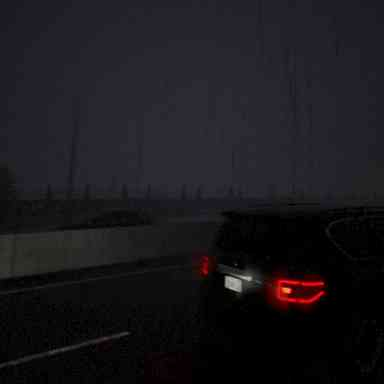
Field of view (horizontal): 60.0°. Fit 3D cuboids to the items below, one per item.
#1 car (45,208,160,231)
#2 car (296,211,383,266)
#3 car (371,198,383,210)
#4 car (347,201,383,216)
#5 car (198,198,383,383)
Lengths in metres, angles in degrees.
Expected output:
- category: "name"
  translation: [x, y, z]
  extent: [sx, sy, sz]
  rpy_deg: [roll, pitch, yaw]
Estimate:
- category: "car"
  translation: [-3.669, 1.480, 14.222]
  extent: [4.892, 1.490, 1.837]
  rpy_deg: [0, 0, -35]
- category: "car"
  translation: [6.467, 1.541, 12.517]
  extent: [5.357, 1.411, 2.033]
  rpy_deg: [0, 0, -35]
- category: "car"
  translation: [25.536, 1.535, 43.054]
  extent: [4.902, 1.511, 2.128]
  rpy_deg: [0, 0, -34]
- category: "car"
  translation: [17.798, 1.613, 33.439]
  extent: [4.718, 1.301, 1.895]
  rpy_deg: [0, 0, -35]
- category: "car"
  translation: [2.699, 1.217, 5.604]
  extent: [5.566, 2.045, 2.150]
  rpy_deg: [0, 0, -35]
